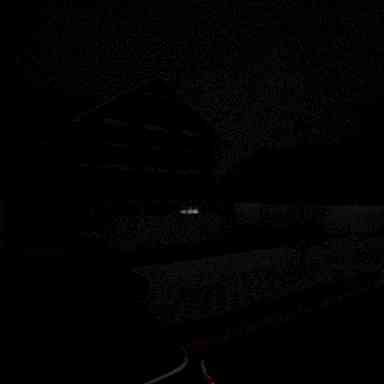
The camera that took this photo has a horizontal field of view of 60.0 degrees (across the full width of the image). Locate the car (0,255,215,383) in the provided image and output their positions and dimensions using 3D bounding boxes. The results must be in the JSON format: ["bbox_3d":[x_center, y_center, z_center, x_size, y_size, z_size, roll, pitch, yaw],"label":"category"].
[{"bbox_3d":[-1.995,1.352,1.627,4.553,1.767,2.097,0,0,-35],"label":"car"}]
